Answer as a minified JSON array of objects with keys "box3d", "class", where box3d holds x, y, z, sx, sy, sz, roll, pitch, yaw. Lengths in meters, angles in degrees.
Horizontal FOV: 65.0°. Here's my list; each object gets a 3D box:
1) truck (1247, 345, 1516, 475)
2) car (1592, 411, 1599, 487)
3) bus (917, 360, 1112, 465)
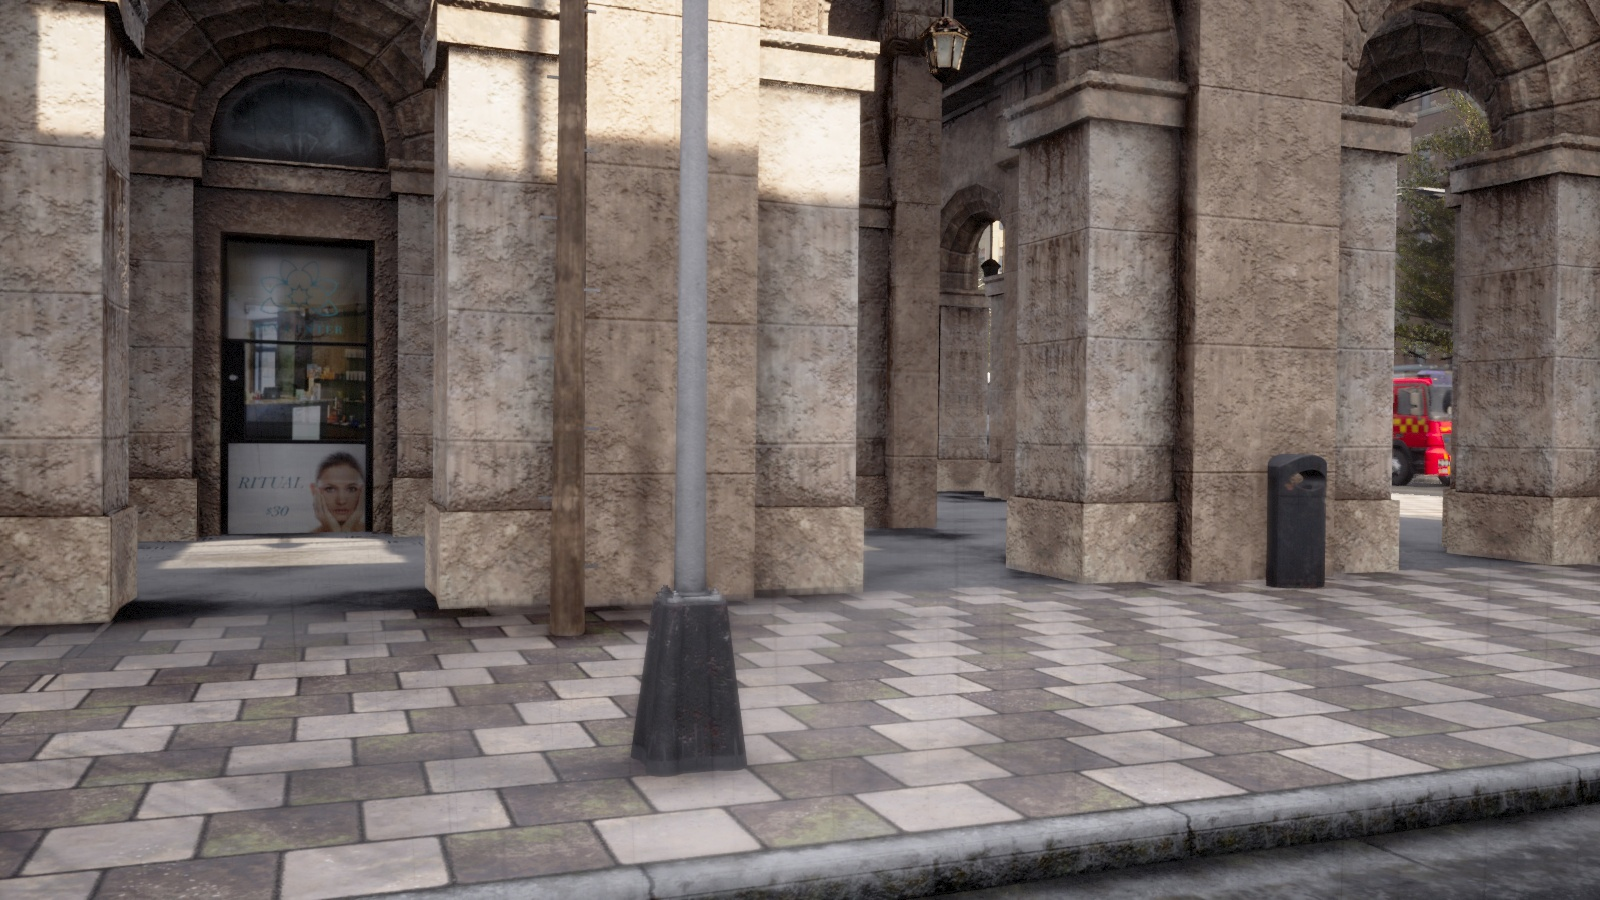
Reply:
[{"box3d":[18.824,-1.245,41.453,2.891,3.827,8.468,-1,1,-21],"class":"truck"},{"box3d":[20.346,-0.014,27.671,2.097,1.767,4.553,-1,1,-20],"class":"car"},{"box3d":[9.357,-1.599,56.510,3.944,4.253,10.273,-1,1,-21],"class":"bus"}]
